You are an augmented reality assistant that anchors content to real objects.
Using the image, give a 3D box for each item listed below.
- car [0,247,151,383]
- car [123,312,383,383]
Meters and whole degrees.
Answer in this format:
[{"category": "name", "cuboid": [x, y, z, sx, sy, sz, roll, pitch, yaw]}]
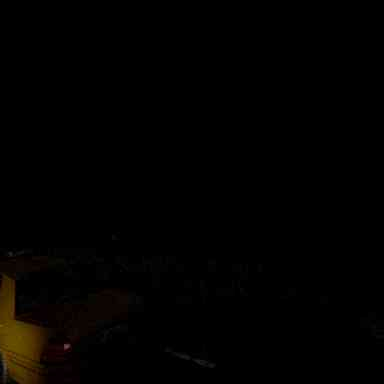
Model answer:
[{"category": "car", "cuboid": [-2.741, 1.524, 5.040, 4.829, 1.417, 1.752, 0, 1, 35]}, {"category": "car", "cuboid": [1.948, 1.551, 1.702, 4.403, 1.369, 2.008, 0, 1, 35]}]
